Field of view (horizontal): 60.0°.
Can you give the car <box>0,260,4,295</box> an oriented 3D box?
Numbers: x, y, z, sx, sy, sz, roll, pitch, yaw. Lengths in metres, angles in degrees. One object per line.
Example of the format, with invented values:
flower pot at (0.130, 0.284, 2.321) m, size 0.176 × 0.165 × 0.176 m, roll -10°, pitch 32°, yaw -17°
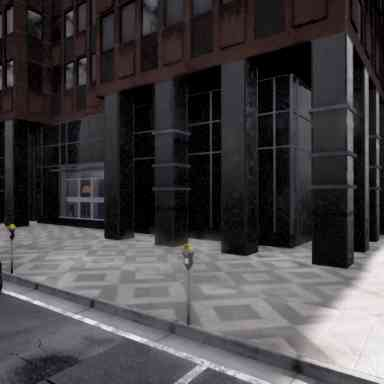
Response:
car at (-5.662, 1.566, 7.037) m, size 4.313 × 1.339 × 1.947 m, roll 0°, pitch 0°, yaw 36°
